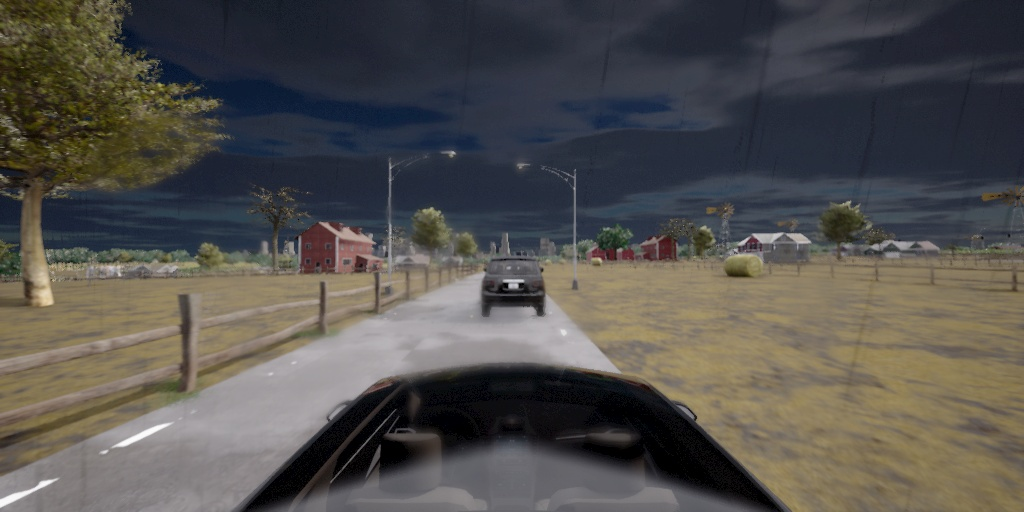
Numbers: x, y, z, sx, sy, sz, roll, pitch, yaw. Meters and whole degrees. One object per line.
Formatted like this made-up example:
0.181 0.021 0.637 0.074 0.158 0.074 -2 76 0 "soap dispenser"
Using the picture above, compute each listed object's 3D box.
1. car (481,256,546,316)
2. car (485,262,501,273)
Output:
0.061 1.011 13.697 2.150 2.045 5.566 0 0 0 "car"
-2.828 1.678 54.352 2.128 1.511 4.902 0 -1 0 "car"
